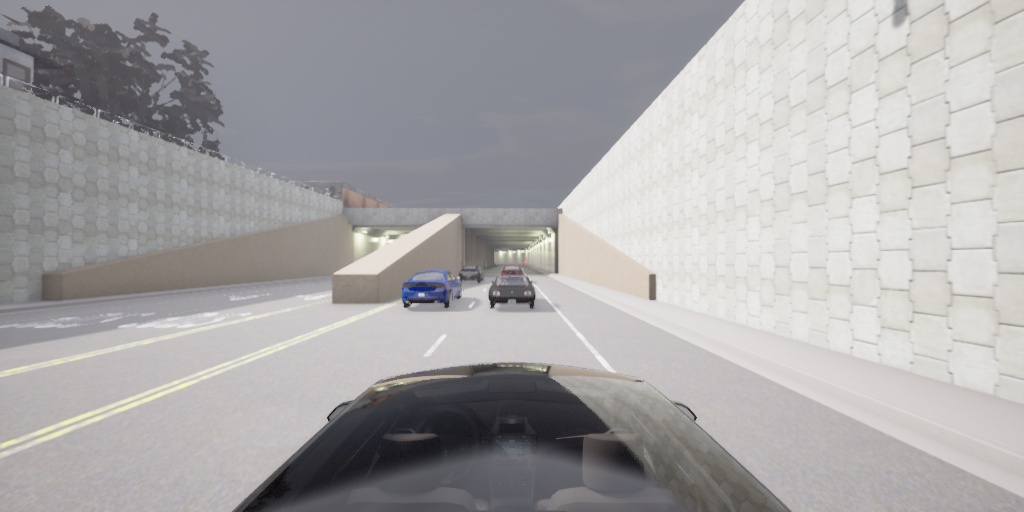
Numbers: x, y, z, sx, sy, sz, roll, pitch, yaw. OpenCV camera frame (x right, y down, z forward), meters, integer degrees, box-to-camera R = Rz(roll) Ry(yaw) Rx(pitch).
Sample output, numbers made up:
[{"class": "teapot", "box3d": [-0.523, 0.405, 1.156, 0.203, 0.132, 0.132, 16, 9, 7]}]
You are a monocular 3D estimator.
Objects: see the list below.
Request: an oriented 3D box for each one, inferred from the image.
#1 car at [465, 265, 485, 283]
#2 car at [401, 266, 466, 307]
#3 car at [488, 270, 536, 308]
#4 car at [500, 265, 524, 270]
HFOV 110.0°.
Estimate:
[{"class": "car", "box3d": [-3.484, 1.515, 31.141, 2.128, 1.511, 4.902, 0, 0, 0]}, {"class": "car", "box3d": [-3.488, 1.363, 16.323, 1.882, 1.535, 5.008, 0, 0, 0]}, {"class": "car", "box3d": [0.007, 1.483, 15.948, 1.895, 1.301, 4.718, 0, 0, 0]}, {"class": "car", "box3d": [0.018, 1.502, 31.313, 1.882, 1.535, 5.008, 0, 0, 0]}]
